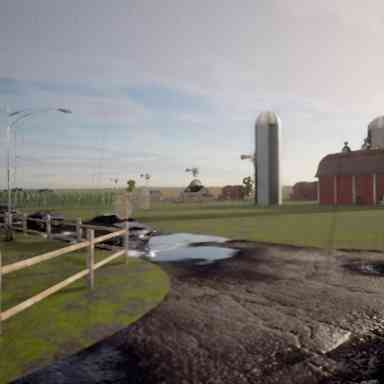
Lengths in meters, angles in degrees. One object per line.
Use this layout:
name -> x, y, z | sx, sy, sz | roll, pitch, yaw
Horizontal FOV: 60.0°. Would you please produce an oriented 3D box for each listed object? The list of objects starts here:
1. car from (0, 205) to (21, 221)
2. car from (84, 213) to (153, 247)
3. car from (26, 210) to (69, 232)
car -> -18.910, 2.076, 33.641 | 2.097, 1.767, 4.553 | -1, 0, -41
car -> -3.981, 1.866, 17.367 | 1.812, 1.442, 4.674 | -1, 0, -44
car -> -10.724, 2.074, 24.534 | 1.994, 1.385, 4.181 | -1, 0, -42
